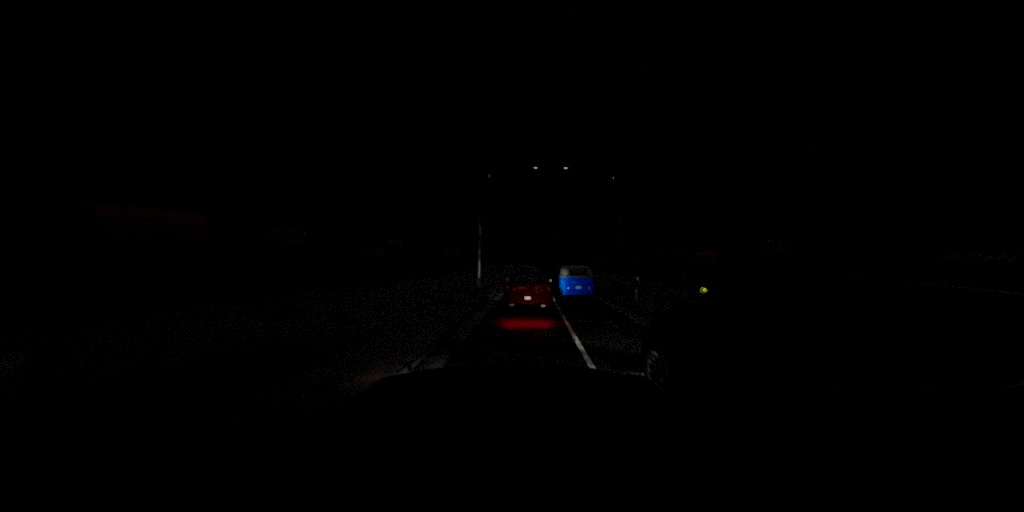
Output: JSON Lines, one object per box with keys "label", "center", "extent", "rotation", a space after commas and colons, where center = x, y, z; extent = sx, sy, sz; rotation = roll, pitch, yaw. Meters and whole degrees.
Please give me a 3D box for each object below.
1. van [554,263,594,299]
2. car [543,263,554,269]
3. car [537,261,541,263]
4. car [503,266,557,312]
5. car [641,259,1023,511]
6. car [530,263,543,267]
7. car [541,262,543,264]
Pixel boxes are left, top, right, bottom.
{"label": "van", "center": [3.467, 1.381, 19.982], "extent": [1.690, 1.789, 3.998], "rotation": [0, 0, 3]}
{"label": "car", "center": [4.058, 1.493, 31.030], "extent": [2.192, 1.841, 5.009], "rotation": [0, 0, 3]}
{"label": "car", "center": [5.842, 2.122, 64.344], "extent": [1.751, 1.417, 4.829], "rotation": [0, 0, 3]}
{"label": "car", "center": [0.716, 1.399, 15.477], "extent": [1.882, 1.535, 5.008], "rotation": [1, -1, 3]}
{"label": "car", "center": [2.935, 1.066, 3.140], "extent": [2.150, 2.045, 5.566], "rotation": [1, -1, 3]}
{"label": "car", "center": [1.619, 1.661, 32.566], "extent": [1.812, 1.442, 4.674], "rotation": [1, -1, 3]}
{"label": "car", "center": [5.241, 2.039, 53.127], "extent": [1.802, 1.307, 4.207], "rotation": [0, 0, 3]}
